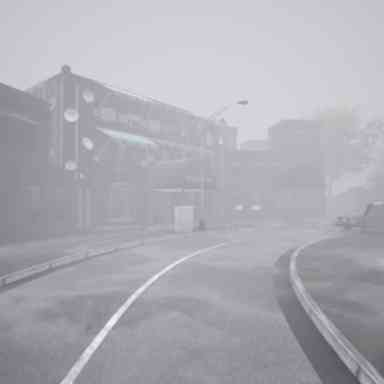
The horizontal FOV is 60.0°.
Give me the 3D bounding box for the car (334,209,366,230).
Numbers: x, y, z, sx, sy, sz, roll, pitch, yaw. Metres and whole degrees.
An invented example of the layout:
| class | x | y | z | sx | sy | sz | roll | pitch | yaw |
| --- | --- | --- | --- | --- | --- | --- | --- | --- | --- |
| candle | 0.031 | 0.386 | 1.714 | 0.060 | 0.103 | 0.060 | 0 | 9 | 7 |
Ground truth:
| class | x | y | z | sx | sy | sz | roll | pitch | yaw |
| --- | --- | --- | --- | --- | --- | --- | --- | --- | --- |
| car | 12.281 | 1.866 | 22.691 | 5.357 | 1.411 | 2.033 | -1 | -2 | -22 |
